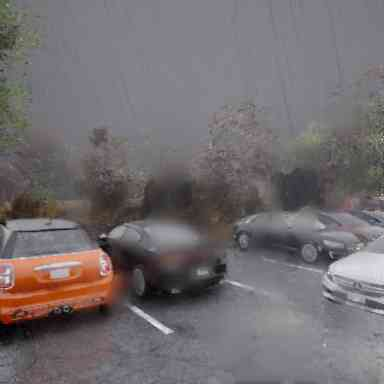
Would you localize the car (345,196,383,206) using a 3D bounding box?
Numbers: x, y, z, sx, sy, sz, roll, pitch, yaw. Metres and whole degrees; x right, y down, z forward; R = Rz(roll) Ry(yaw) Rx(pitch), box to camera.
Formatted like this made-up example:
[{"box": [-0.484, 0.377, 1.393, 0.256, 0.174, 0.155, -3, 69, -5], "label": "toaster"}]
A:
[{"box": [10.377, 1.257, 16.836, 2.435, 2.045, 5.566, 0, 0, -35], "label": "car"}]

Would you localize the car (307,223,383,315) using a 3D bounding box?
[{"box": [4.709, 1.538, 6.998, 4.674, 1.442, 1.812, 0, 0, -35], "label": "car"}]

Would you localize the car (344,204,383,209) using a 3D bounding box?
[{"box": [8.068, 1.531, 15.210, 2.163, 1.488, 4.792, 0, 0, -35], "label": "car"}]

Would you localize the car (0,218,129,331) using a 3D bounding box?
[{"box": [-3.376, 1.343, 7.156, 2.185, 1.767, 4.553, 0, 0, -35], "label": "car"}]

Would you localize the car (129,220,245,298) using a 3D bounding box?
[{"box": [-1.184, 1.475, 8.731, 2.097, 1.535, 5.008, 0, 0, -35], "label": "car"}]

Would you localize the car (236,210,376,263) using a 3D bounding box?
[{"box": [3.531, 1.490, 12.062, 2.231, 1.521, 4.892, 0, 0, -35], "label": "car"}]

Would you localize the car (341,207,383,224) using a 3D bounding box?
[{"box": [5.759, 1.524, 13.585, 2.163, 1.488, 4.792, 0, 0, -35], "label": "car"}]
